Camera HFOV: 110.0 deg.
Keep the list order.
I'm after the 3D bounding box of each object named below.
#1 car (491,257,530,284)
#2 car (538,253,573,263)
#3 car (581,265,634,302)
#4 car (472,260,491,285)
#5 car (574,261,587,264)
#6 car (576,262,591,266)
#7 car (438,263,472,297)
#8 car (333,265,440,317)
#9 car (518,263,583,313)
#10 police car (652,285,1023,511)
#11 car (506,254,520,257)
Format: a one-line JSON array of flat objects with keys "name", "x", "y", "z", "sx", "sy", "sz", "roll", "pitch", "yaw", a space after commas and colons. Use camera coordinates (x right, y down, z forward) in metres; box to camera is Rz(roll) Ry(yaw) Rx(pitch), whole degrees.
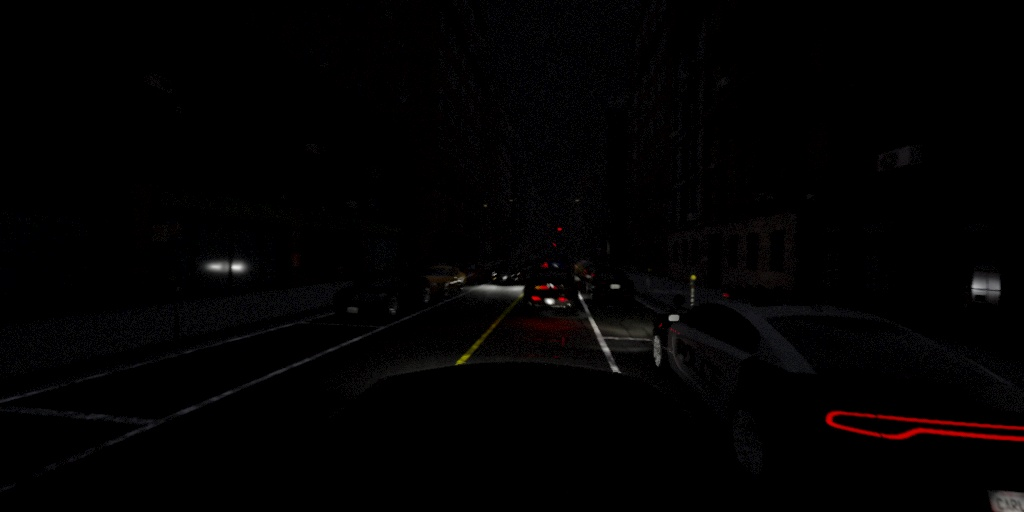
[{"name": "car", "x": -0.109, "y": 1.044, "z": 23.922, "sx": 1.837, "sy": 1.490, "sz": 4.892, "roll": 1, "pitch": 1, "yaw": 8}, {"name": "car", "x": 3.507, "y": 0.782, "z": 28.772, "sx": 2.150, "sy": 2.045, "sz": 5.566, "roll": 1, "pitch": 1, "yaw": 8}, {"name": "car", "x": 4.441, "y": 1.259, "z": 16.607, "sx": 1.948, "sy": 1.339, "sz": 4.313, "roll": 0, "pitch": 0, "yaw": 8}, {"name": "car", "x": -2.803, "y": 1.080, "z": 23.032, "sx": 1.802, "sy": 1.307, "sz": 4.207, "roll": 0, "pitch": 0, "yaw": 8}, {"name": "car", "x": 6.590, "y": 1.103, "z": 32.875, "sx": 1.751, "sy": 1.417, "sz": 4.829, "roll": 0, "pitch": 0, "yaw": 8}, {"name": "car", "x": 5.150, "y": 1.222, "z": 21.974, "sx": 1.948, "sy": 1.339, "sz": 4.313, "roll": 0, "pitch": 0, "yaw": 8}, {"name": "car", "x": -3.534, "y": 1.061, "z": 17.497, "sx": 1.751, "sy": 1.417, "sz": 4.829, "roll": 0, "pitch": 0, "yaw": 8}, {"name": "car", "x": -4.221, "y": 1.138, "z": 12.300, "sx": 1.948, "sy": 1.339, "sz": 4.313, "roll": 0, "pitch": 0, "yaw": 8}, {"name": "car", "x": 1.501, "y": 1.170, "z": 13.621, "sx": 1.837, "sy": 1.490, "sz": 4.892, "roll": 1, "pitch": 0, "yaw": 7}, {"name": "police car", "x": 3.252, "y": 1.208, "z": 4.643, "sx": 1.930, "sy": 1.638, "sz": 5.238, "roll": 1, "pitch": 1, "yaw": 8}, {"name": "car", "x": 0.032, "y": 0.654, "z": 44.497, "sx": 2.192, "sy": 1.841, "sz": 5.009, "roll": 0, "pitch": 0, "yaw": 8}]
